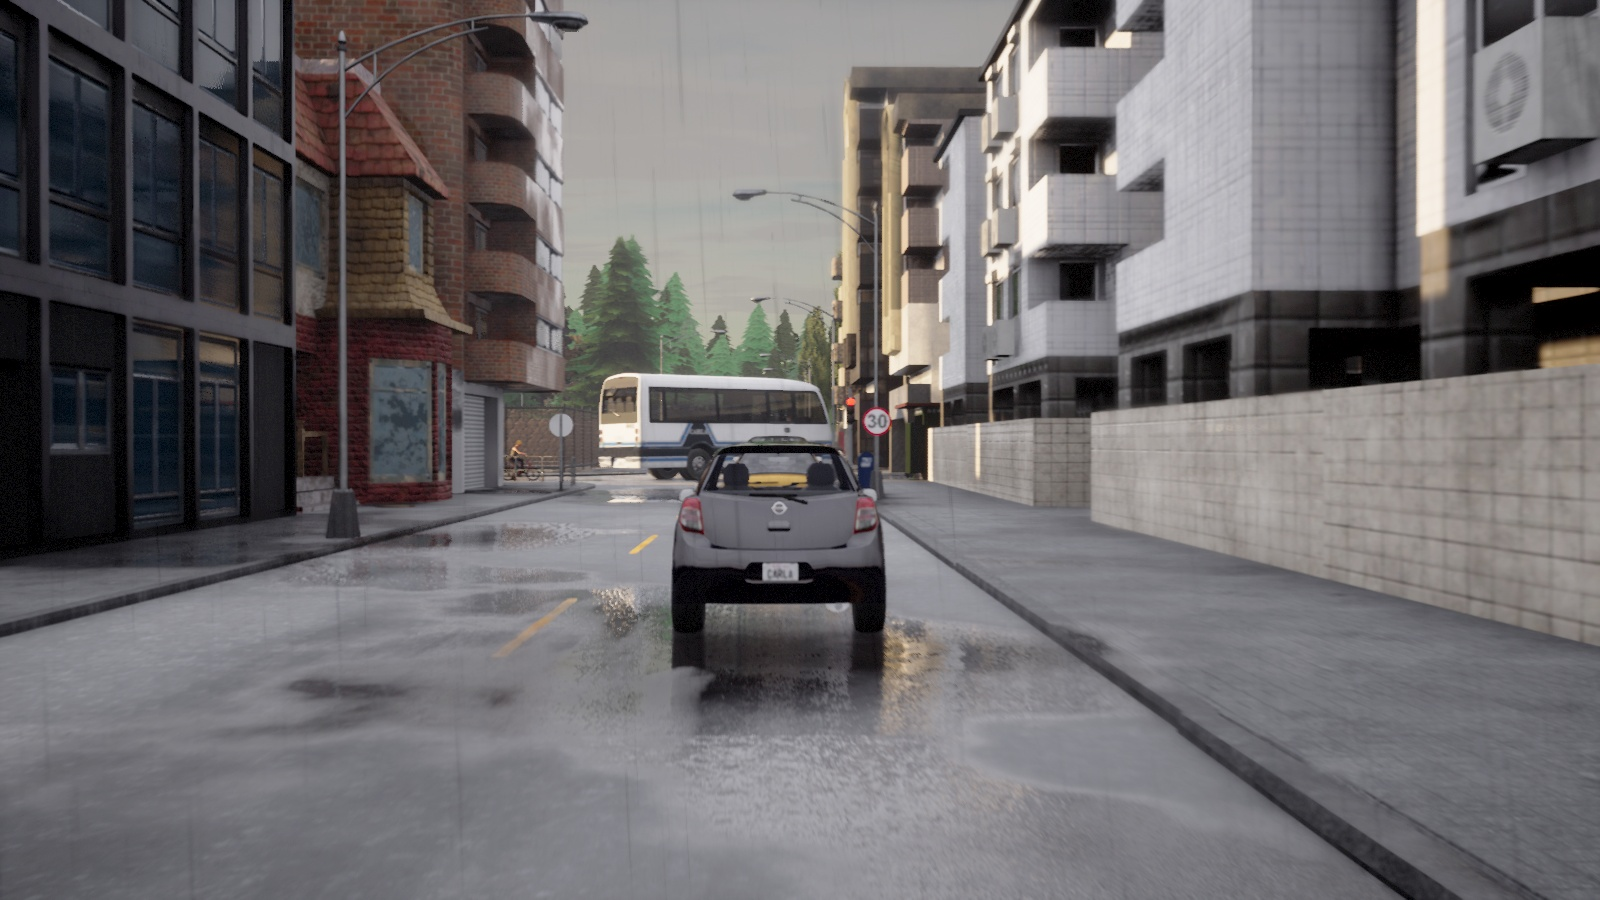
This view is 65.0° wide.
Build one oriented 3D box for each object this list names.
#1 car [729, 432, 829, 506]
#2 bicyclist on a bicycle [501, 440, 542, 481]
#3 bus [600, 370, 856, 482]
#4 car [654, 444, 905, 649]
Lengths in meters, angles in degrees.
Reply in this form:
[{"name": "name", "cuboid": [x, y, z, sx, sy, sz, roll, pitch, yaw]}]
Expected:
[{"name": "car", "cuboid": [-0.518, 0.418, 30.550, 2.242, 1.667, 4.611, 0, 0, -1]}, {"name": "bicyclist on a bicycle", "cuboid": [-10.961, 0.398, 49.447, 1.509, 1.612, 0.866, 0, 0, -6]}, {"name": "bus", "cuboid": [-2.827, -0.935, 52.530, 10.273, 4.253, 3.944, -1, 0, -39]}, {"name": "car", "cuboid": [-0.180, 0.698, 11.038, 1.845, 1.501, 3.633, 0, 0, -1]}]
